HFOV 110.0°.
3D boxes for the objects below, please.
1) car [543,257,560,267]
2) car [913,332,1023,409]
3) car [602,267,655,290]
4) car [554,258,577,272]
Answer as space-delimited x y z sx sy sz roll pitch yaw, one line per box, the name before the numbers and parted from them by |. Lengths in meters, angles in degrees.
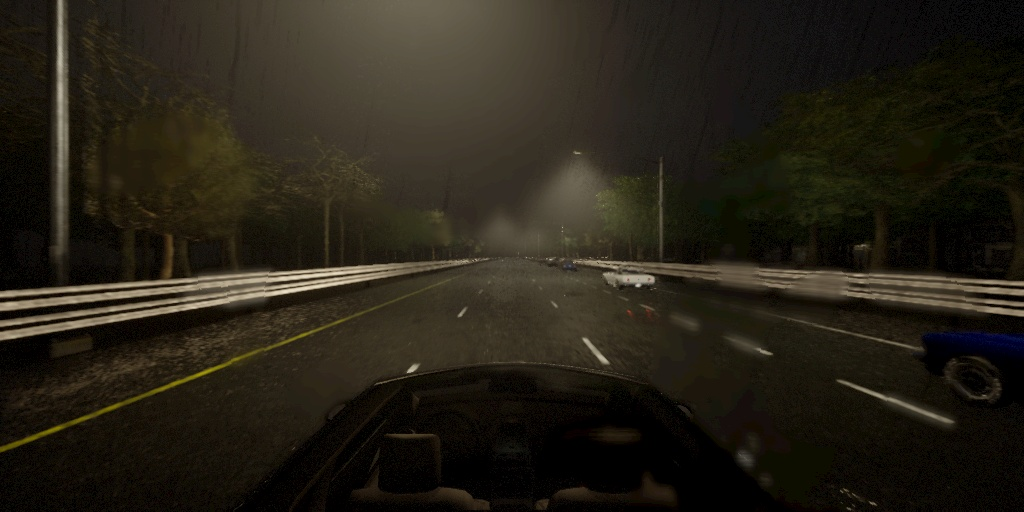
car | 7.077 1.328 63.165 1.895 1.301 4.718 0 0 0
car | 6.999 1.353 3.222 1.895 1.301 4.718 0 0 0
car | 7.009 1.347 22.137 1.895 1.301 4.718 0 0 0
car | 7.049 1.284 46.118 2.033 1.411 5.357 0 0 0
